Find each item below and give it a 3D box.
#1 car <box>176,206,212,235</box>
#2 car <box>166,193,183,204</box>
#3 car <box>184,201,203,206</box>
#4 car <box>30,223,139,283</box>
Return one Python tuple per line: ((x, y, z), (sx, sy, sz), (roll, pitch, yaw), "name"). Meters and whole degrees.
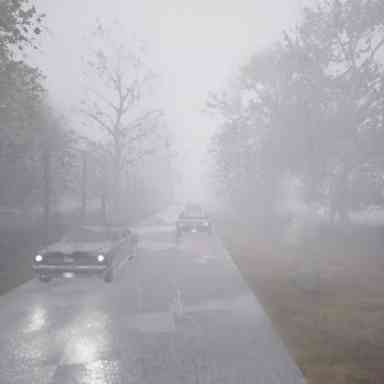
((0.113, 1.708, 19.379), (1.895, 1.301, 4.718), (0, 0, 0), "car")
((-2.617, 1.177, 50.367), (2.150, 2.045, 5.566), (0, 0, 0), "car")
((0.164, 1.746, 37.186), (1.837, 1.490, 4.892), (0, 0, 0), "car")
((-2.852, 1.638, 9.911), (1.895, 1.301, 4.718), (0, 0, 0), "car")
